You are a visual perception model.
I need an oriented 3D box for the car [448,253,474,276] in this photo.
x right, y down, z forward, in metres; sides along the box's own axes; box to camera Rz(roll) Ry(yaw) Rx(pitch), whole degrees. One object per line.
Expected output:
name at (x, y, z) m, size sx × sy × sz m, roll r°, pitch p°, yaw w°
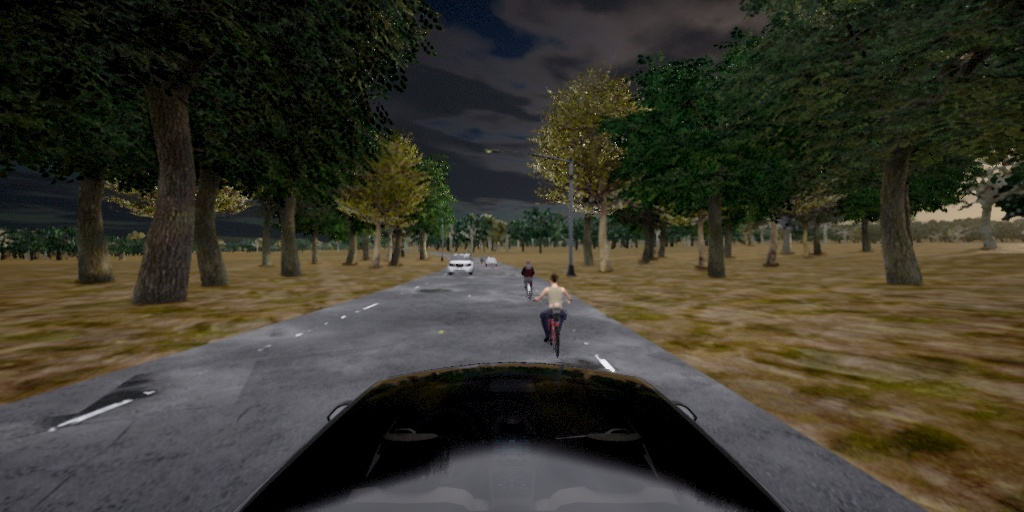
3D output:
car at (-4.832, 0.774, 34.486) m, size 2.150 × 2.045 × 5.566 m, roll 0°, pitch 0°, yaw -4°

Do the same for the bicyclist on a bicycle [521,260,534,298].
bicyclist on a bicycle at (0.701, 1.054, 15.672) m, size 0.659 × 1.776 × 1.843 m, roll 0°, pitch 1°, yaw -2°

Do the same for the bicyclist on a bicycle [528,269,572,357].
bicyclist on a bicycle at (0.866, 1.162, 7.466) m, size 0.866 × 1.612 × 1.509 m, roll 0°, pitch 0°, yaw 0°

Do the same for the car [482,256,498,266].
car at (-3.420, 0.872, 58.454) m, size 1.812 × 1.442 × 4.674 m, roll 0°, pitch 1°, yaw -7°
